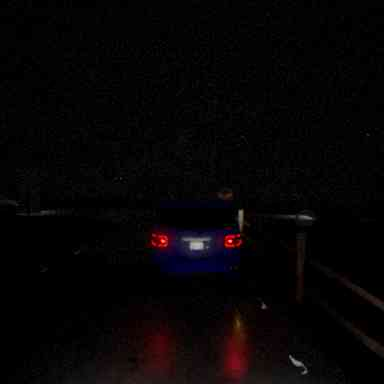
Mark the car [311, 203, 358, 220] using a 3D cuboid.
[{"bbox_3d":[13.555,1.805,31.713,4.181,1.385,1.994,2,3,1],"label":"car"}]

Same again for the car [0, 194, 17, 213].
[{"bbox_3d":[-16.869,0.935,28.912,4.674,1.442,1.812,2,3,0],"label":"car"}]

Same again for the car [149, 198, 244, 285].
[{"bbox_3d":[0.098,1.171,9.511,2.150,2.045,5.566,0,1,0],"label":"car"}]

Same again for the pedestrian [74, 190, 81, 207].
[{"bbox_3d":[-12.037,0.619,34.849,0.375,1.860,0.375,0,1,0],"label":"pedestrian"}]

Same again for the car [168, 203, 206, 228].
[{"bbox_3d":[-0.478,1.484,22.277,1.895,1.301,4.718,0,0,-9],"label":"car"}]
